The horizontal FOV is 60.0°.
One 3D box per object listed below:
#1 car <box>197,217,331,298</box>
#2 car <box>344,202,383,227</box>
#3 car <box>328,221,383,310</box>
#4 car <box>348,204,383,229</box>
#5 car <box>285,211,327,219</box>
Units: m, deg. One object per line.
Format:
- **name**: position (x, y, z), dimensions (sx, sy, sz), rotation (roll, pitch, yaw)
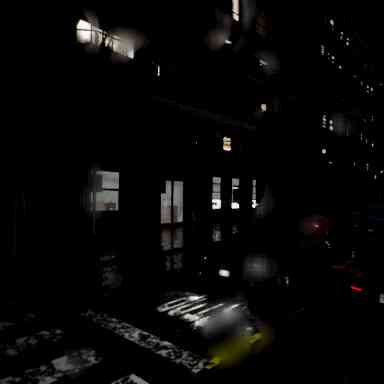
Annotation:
- **car**: position (2.044, 1.570, 8.643), dimensions (1.994, 1.385, 4.181), rotation (0, 0, 43)
- **car**: position (12.649, 1.543, 23.827), dimensions (1.752, 1.417, 4.829), rotation (1, 1, 43)
- **car**: position (4.676, 1.531, 6.907), dimensions (1.812, 1.442, 4.674), rotation (0, 0, 43)
- **car**: position (9.859, 1.490, 17.037), dimensions (1.882, 1.535, 5.008), rotation (0, 0, 43)
- **car**: position (5.221, 1.594, 15.833), dimensions (1.802, 1.307, 4.206), rotation (1, 1, 43)
